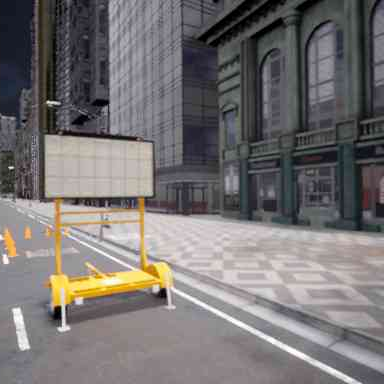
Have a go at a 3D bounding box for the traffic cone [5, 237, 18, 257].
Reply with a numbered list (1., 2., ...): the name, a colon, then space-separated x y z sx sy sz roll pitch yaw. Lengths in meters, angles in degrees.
1. traffic cone: -6.774 2.126 12.594 0.340 0.580 0.340 0 -1 -31

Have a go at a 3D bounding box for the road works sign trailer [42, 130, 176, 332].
1. road works sign trailer: -2.012 0.542 7.307 2.380 3.560 2.880 0 -1 -31

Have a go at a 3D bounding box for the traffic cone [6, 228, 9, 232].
1. traffic cone: -8.826 2.175 16.027 0.340 0.580 0.340 0 -1 -31

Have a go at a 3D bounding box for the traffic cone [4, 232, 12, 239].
1. traffic cone: -7.800 2.151 14.310 0.340 0.580 0.340 0 -1 -31
